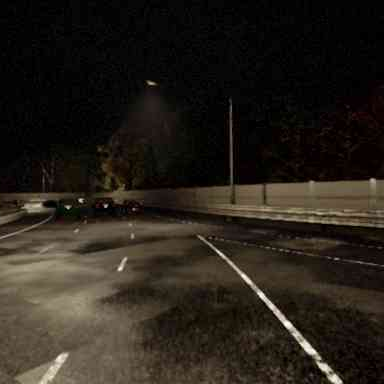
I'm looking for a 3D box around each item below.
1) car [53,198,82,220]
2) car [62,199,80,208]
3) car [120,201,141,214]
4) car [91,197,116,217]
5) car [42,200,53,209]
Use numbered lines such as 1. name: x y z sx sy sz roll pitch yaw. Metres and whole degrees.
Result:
1. car: -12.262 1.593 33.110 2.150 2.045 5.566 0 -1 -19
2. car: -22.525 2.167 61.720 1.882 1.535 5.008 0 -1 -34
3. car: -7.511 1.844 40.437 1.837 1.490 4.892 3 -4 -21
4. car: -9.625 1.593 36.153 2.150 2.045 5.566 0 0 -20
5. car: -25.961 2.216 60.568 1.837 1.490 4.892 0 -1 -34
